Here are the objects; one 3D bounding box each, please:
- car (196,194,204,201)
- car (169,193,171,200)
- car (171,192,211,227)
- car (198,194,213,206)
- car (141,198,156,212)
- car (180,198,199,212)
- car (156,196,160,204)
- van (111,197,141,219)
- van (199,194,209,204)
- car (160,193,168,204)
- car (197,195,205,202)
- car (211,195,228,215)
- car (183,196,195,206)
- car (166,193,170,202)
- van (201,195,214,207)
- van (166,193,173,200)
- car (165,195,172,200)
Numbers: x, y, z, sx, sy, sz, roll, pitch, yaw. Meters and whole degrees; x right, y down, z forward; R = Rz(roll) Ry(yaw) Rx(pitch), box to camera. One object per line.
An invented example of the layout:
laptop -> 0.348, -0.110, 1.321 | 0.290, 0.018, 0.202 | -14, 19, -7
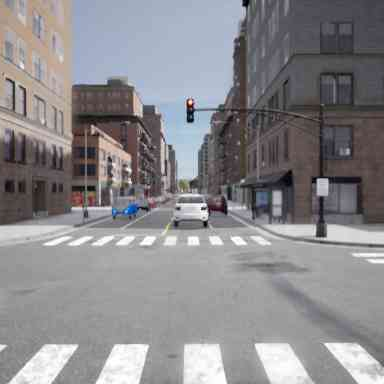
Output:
car -> 1.954, 1.355, 82.128 | 1.967, 1.590, 4.097 | 0, 0, -1
car -> -6.006, 1.494, 71.243 | 1.947, 1.339, 4.313 | 0, 0, -1
car -> -0.085, 1.195, 22.819 | 2.150, 2.045, 5.566 | 0, 0, 0
car -> 2.220, 1.259, 55.099 | 2.192, 1.841, 5.009 | 0, 0, -1
car -> -5.724, 1.528, 38.807 | 1.947, 1.339, 4.313 | 0, 0, -1
car -> -0.231, 1.509, 38.914 | 2.033, 1.411, 5.357 | 0, 0, 1
car -> -5.771, 1.502, 44.213 | 1.887, 1.381, 4.507 | 0, 0, -1
van -> -5.630, 1.315, 27.994 | 1.690, 1.788, 3.998 | 0, 0, -1
van -> 2.167, 1.279, 60.505 | 1.690, 1.788, 3.998 | 0, 0, -1
car -> -5.910, 1.465, 60.262 | 1.752, 1.417, 4.829 | 0, 0, -1
car -> 2.005, 1.445, 76.892 | 1.752, 1.417, 4.829 | 0, 0, -1
car -> 2.434, 1.281, 33.474 | 2.192, 1.841, 5.009 | 0, 0, -1
car -> -0.445, 1.424, 53.311 | 1.882, 1.535, 5.008 | 0, 0, 0
car -> -5.959, 1.484, 65.837 | 2.008, 1.369, 4.403 | 0, 0, -1
van -> 2.274, 1.291, 49.692 | 1.690, 1.788, 3.998 | 0, 0, -1
van -> -6.194, 1.246, 92.867 | 1.690, 1.788, 3.998 | 0, 0, -1
car -> -6.146, 1.492, 87.461 | 1.802, 1.307, 4.206 | 0, 0, -1
